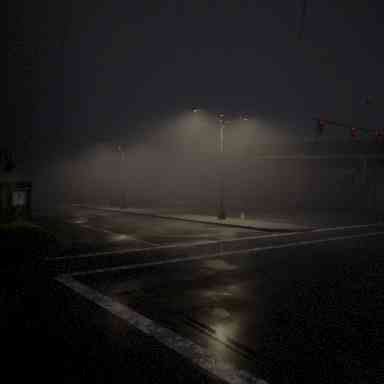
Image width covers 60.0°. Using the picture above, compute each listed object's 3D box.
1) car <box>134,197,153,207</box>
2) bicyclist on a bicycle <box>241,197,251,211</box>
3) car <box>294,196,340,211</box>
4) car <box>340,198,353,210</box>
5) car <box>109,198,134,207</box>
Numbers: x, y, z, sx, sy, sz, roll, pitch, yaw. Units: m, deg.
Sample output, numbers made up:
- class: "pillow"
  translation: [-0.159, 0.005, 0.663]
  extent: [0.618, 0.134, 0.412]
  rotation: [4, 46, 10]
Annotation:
- class: "car"
  translation: [-8.196, 1.547, 52.752]
  extent: [2.033, 1.411, 5.357]
  rotation: [0, 0, -35]
- class: "bicyclist on a bicycle"
  translation: [6.346, 1.430, 39.768]
  extent: [1.656, 1.620, 0.582]
  rotation: [-6, -7, -37]
- class: "car"
  translation: [13.923, 1.295, 38.125]
  extent: [2.242, 1.667, 4.611]
  rotation: [0, 0, -35]
- class: "car"
  translation: [18.189, 1.456, 42.048]
  extent: [1.970, 1.475, 3.806]
  rotation: [0, 0, -35]
- class: "car"
  translation: [-11.061, 1.564, 50.741]
  extent: [1.994, 1.385, 4.181]
  rotation: [0, 0, -35]
